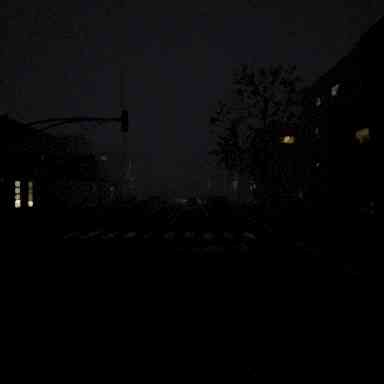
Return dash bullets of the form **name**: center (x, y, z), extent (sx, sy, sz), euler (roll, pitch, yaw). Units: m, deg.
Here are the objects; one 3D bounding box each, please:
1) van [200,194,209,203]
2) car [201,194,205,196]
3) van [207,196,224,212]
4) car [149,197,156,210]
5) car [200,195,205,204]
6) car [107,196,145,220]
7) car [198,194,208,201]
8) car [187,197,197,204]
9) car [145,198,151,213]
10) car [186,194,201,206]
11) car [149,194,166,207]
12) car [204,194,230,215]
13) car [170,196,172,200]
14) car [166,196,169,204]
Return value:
- **van**: center (2.720, 1.402, 72.599), extent (1.690, 1.788, 3.998), euler (0, 0, 0)
- **car**: center (2.717, 1.498, 67.055), extent (1.967, 1.590, 4.097), euler (0, 0, 0)
- **van**: center (2.705, 1.379, 39.335), extent (1.690, 1.788, 3.998), euler (0, 0, 0)
- **car**: center (-5.674, 1.589, 39.339), extent (1.802, 1.307, 4.206), euler (0, 0, 0)
- **car**: center (2.711, 1.596, 50.423), extent (2.008, 1.369, 4.403), euler (0, 0, 0)
- **car**: center (-5.680, 1.314, 28.251), extent (2.192, 1.841, 5.009), euler (0, 0, 0)
- **car**: center (2.724, 1.384, 83.687), extent (2.192, 1.841, 5.009), euler (0, 0, 0)
- **car**: center (0.030, 1.610, 64.653), extent (1.994, 1.385, 4.181), euler (0, 0, 0)
- **car**: center (-5.677, 1.548, 33.794), extent (1.887, 1.381, 4.507), euler (0, 0, 0)
- **car**: center (0.024, 1.516, 54.202), extent (1.882, 1.535, 5.008), euler (0, 0, 0)
- **car**: center (-5.671, 1.331, 50.427), extent (2.192, 1.841, 5.009), euler (0, 0, 0)
- **car**: center (2.703, 1.348, 33.791), extent (2.192, 1.841, 5.009), euler (0, 0, 0)
- **car**: center (-5.662, 1.572, 67.059), extent (1.887, 1.381, 4.507), euler (0, 0, 0)
- **car**: center (-5.668, 1.335, 55.971), extent (2.192, 1.841, 5.009), euler (0, 0, 0)
